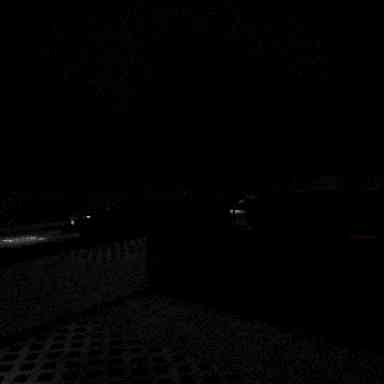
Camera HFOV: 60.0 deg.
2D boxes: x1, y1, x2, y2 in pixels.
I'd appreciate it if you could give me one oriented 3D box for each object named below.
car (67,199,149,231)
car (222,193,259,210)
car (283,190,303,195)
[{"bbox_3d":[-4.436,1.167,18.290,2.128,1.511,4.902,0,2,35],"label":"car"},{"bbox_3d":[4.720,0.817,31.168,2.033,1.411,5.357,0,2,36],"label":"car"},{"bbox_3d":[13.039,0.416,42.771,1.812,1.442,4.674,0,2,36],"label":"car"}]
